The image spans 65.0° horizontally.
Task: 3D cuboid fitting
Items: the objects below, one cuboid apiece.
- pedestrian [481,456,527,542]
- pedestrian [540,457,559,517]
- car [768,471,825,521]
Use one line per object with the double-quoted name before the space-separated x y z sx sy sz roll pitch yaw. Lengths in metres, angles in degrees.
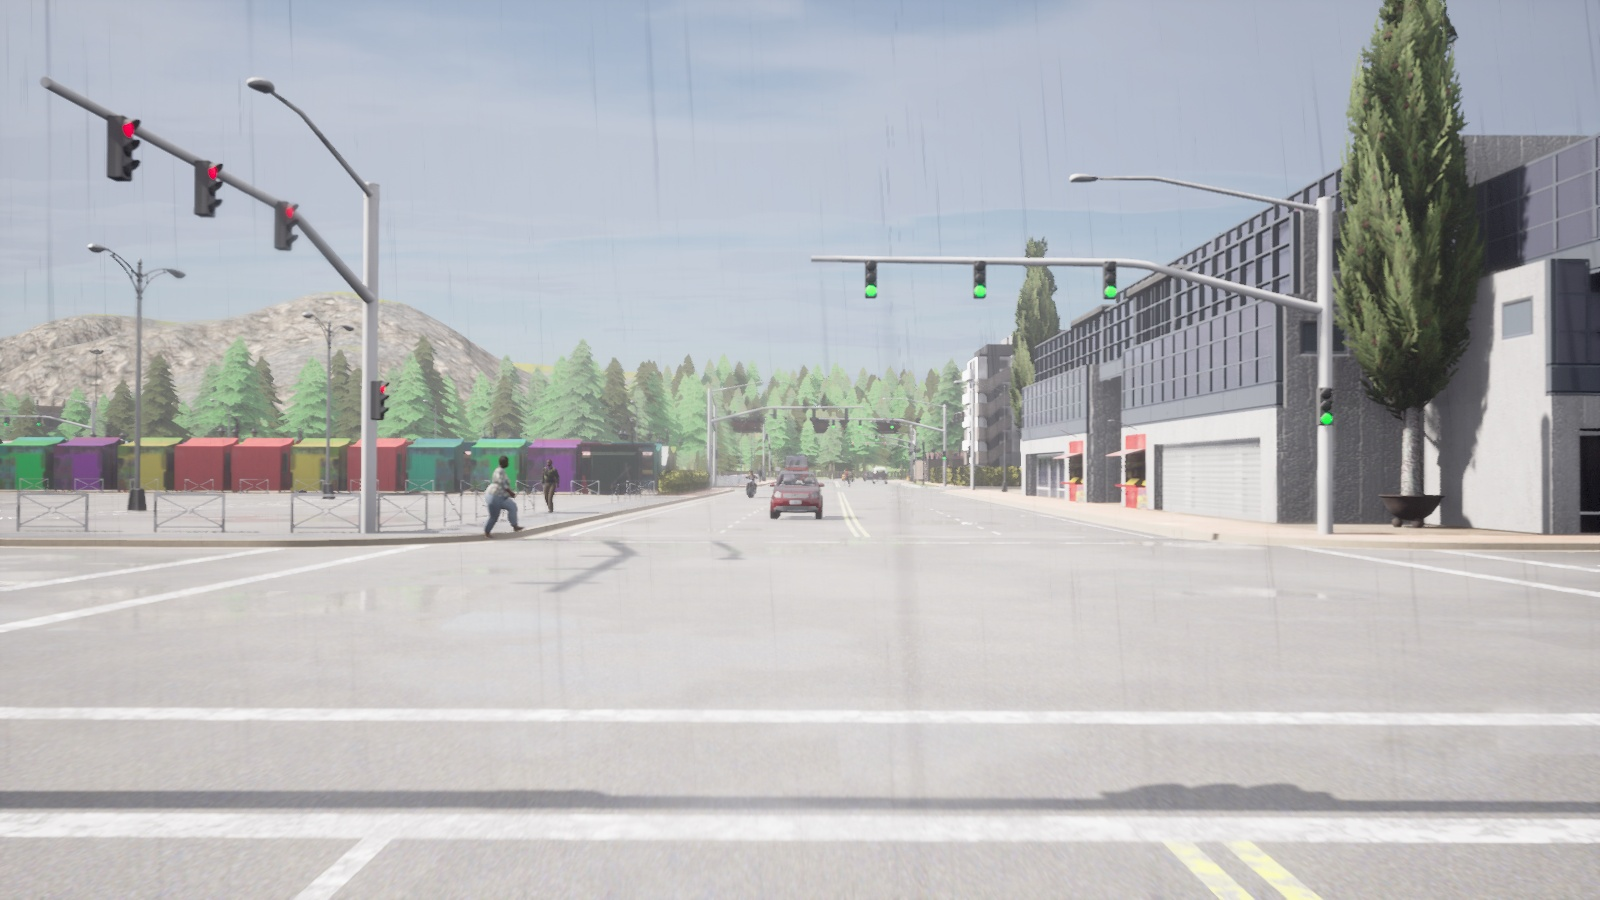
"pedestrian" -6.550 1.068 27.784 0.900 1.855 0.874 0 -1 -7
"pedestrian" -8.147 1.191 40.931 0.395 1.930 0.692 0 -1 9
"car" -0.079 1.484 41.253 1.789 1.549 3.705 0 -1 1
